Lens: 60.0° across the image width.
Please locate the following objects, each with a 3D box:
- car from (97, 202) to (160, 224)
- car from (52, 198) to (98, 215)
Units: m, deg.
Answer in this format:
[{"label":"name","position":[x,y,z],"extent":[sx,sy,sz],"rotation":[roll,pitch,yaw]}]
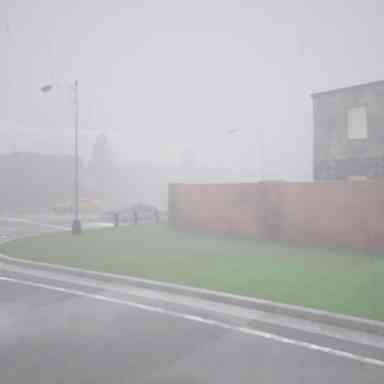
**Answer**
[{"label":"car","position":[-4.349,1.465,24.314],"extent":[1.994,1.385,4.181],"rotation":[0,0,42]},{"label":"car","position":[-11.092,1.350,32.519],"extent":[1.882,1.535,5.008],"rotation":[0,0,42]}]
